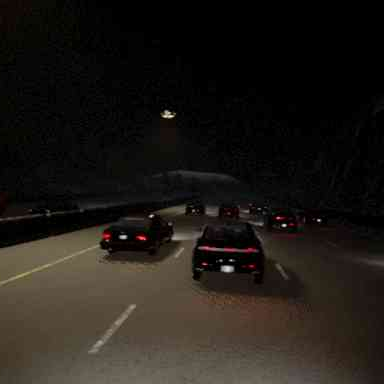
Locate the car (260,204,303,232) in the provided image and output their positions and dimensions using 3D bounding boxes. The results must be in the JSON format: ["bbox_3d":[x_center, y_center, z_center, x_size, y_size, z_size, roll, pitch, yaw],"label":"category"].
[{"bbox_3d":[6.089,1.834,23.292,1.837,1.490,4.892,2,0,6],"label":"car"}]

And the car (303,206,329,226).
[{"bbox_3d":[10.167,1.959,28.274,1.837,1.490,4.892,2,0,6],"label":"car"}]

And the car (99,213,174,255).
[{"bbox_3d":[-2.029,1.589,13.644,2.033,1.411,5.357,2,0,6],"label":"car"}]

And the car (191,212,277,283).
[{"bbox_3d":[1.111,1.612,10.218,2.128,1.511,4.902,2,0,6],"label":"car"}]

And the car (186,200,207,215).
[{"bbox_3d":[0.445,1.650,35.780,1.837,1.490,4.892,2,0,6],"label":"car"}]

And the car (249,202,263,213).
[{"bbox_3d":[7.988,1.921,40.288,1.994,1.385,4.181,2,0,6],"label":"car"}]

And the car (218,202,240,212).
[{"bbox_3d":[3.516,1.726,31.755,1.882,1.535,5.008,2,0,6],"label":"car"}]

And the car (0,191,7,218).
[{"bbox_3d":[-15.267,0.888,22.886,2.150,2.045,5.566,2,0,6],"label":"car"}]

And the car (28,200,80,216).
[{"bbox_3d":[-11.233,1.345,27.554,2.033,1.411,5.357,2,0,6],"label":"car"}]
